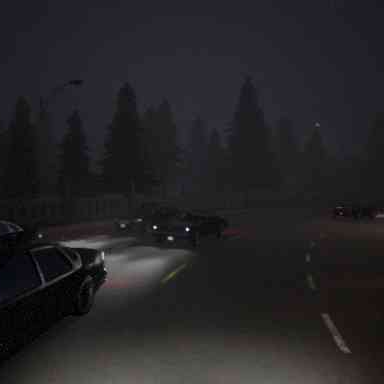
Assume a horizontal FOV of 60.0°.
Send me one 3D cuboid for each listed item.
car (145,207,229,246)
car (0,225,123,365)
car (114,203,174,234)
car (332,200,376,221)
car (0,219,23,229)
[{"bbox_3d":[0.060,1.508,15.078,1.895,1.301,4.718,0,0,25],"label":"car"},{"bbox_3d":[-2.966,1.501,4.788,2.033,1.411,5.357,0,0,8],"label":"car"},{"bbox_3d":[-2.300,1.365,18.402,2.128,1.511,4.902,0,0,26],"label":"car"},{"bbox_3d":[13.013,1.399,26.594,4.902,1.511,2.128,0,1,-42],"label":"car"},{"bbox_3d":[-5.778,1.410,8.030,2.128,1.511,4.902,0,0,13],"label":"car"}]
